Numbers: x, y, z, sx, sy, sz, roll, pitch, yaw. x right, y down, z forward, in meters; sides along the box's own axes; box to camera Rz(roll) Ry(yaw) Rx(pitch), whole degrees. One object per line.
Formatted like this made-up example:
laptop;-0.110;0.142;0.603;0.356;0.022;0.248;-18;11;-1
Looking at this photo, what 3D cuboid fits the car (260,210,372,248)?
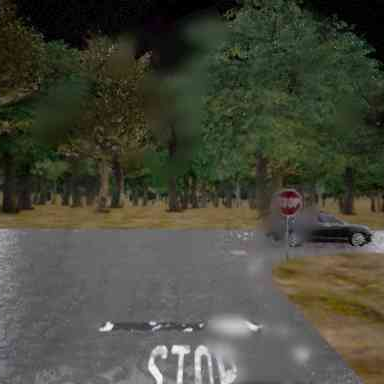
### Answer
car;5.475;1.590;14.773;4.892;1.490;1.837;1;1;-9
